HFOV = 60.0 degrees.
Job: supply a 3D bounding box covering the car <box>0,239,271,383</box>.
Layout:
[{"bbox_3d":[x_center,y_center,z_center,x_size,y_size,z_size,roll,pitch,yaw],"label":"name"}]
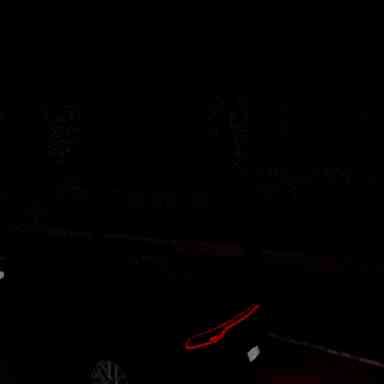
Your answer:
[{"bbox_3d":[-1.436,1.416,4.705,5.008,1.535,1.882,1,1,34],"label":"car"}]
